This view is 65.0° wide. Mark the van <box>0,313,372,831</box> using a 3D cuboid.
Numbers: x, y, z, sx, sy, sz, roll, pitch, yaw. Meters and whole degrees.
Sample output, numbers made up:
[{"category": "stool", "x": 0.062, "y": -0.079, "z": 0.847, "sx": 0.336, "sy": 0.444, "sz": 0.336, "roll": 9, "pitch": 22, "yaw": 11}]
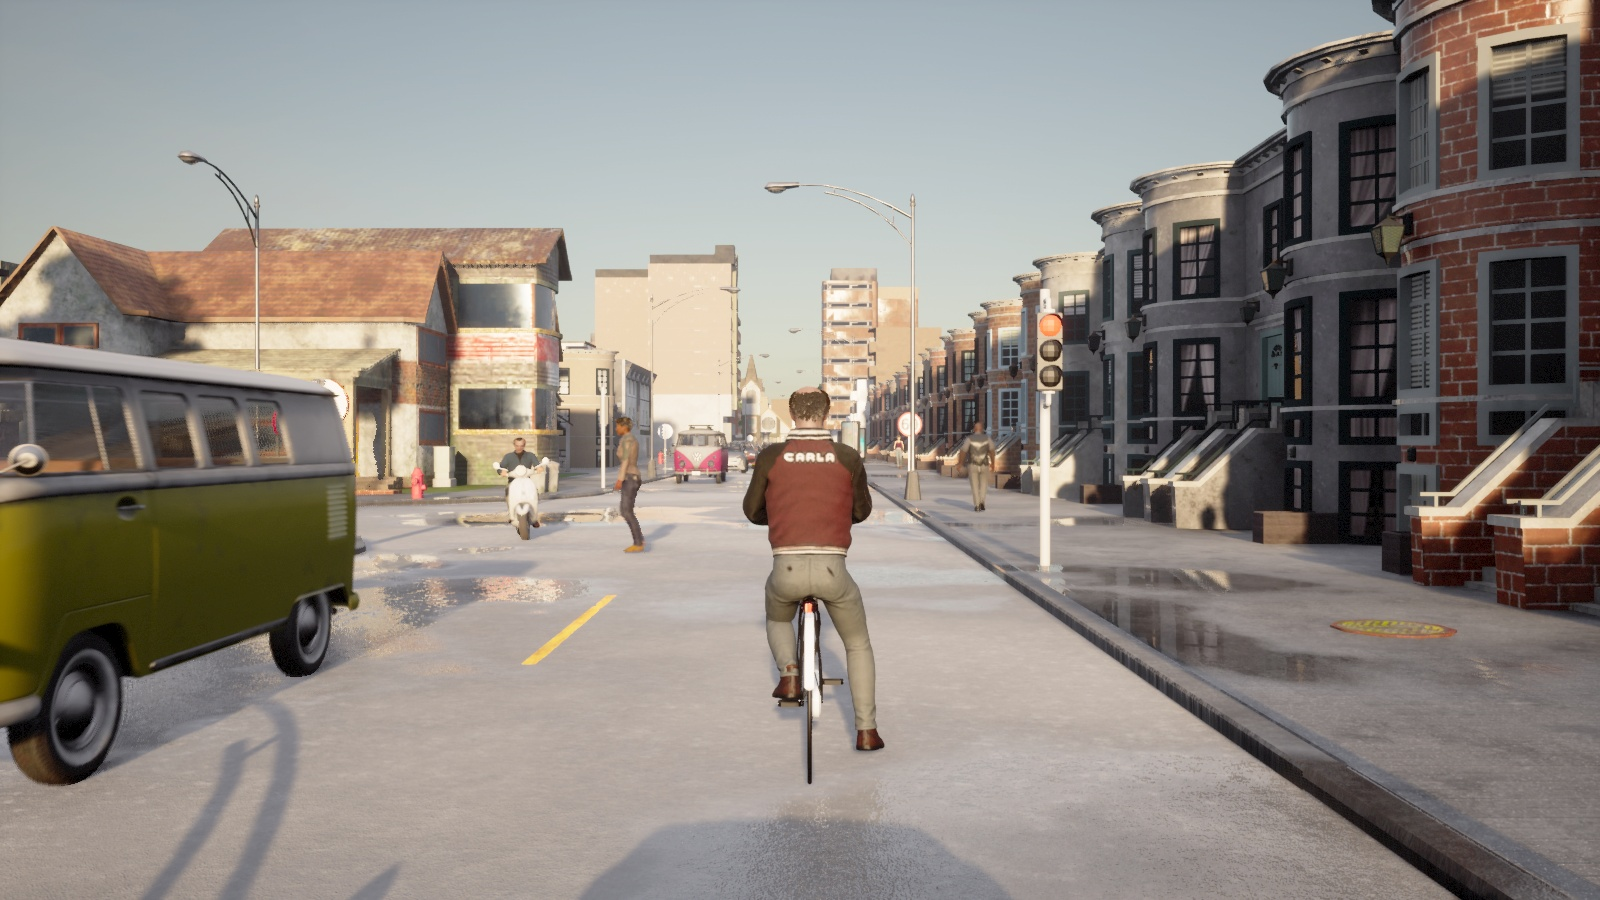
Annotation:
[{"category": "van", "x": -3.943, "y": 0.458, "z": 6.706, "sx": 1.775, "sy": 1.987, "sz": 4.442, "roll": 0, "pitch": 0, "yaw": 0}]

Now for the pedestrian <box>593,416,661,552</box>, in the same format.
[{"category": "pedestrian", "x": -2.309, "y": 0.445, "z": 16.808, "sx": 0.869, "sy": 1.805, "sz": 0.328, "roll": 0, "pitch": 0, "yaw": -1}]

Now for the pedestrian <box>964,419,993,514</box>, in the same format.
[{"category": "pedestrian", "x": 3.598, "y": 0.316, "z": 25.315, "sx": 0.563, "sy": 1.883, "sz": 0.849, "roll": 0, "pitch": 0, "yaw": 7}]

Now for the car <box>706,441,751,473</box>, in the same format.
[{"category": "car", "x": -3.579, "y": 0.332, "z": 63.494, "sx": 2.007, "sy": 1.525, "sz": 4.514, "roll": 0, "pitch": 0, "yaw": 0}]

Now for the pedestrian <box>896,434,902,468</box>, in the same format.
[{"category": "pedestrian", "x": 5.388, "y": 0.074, "z": 68.382, "sx": 0.345, "sy": 1.836, "sz": 0.594, "roll": 0, "pitch": 0, "yaw": 5}]

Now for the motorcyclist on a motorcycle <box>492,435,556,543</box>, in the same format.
[{"category": "motorcyclist on a motorcycle", "x": -4.351, "y": 0.585, "z": 19.721, "sx": 0.866, "sy": 1.590, "sz": 1.817, "roll": -2, "pitch": 1, "yaw": -15}]

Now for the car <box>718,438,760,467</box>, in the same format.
[{"category": "car", "x": -3.512, "y": 0.108, "z": 73.392, "sx": 2.152, "sy": 1.651, "sz": 5.027, "roll": 0, "pitch": 0, "yaw": 0}]

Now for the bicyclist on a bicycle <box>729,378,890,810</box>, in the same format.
[{"category": "bicyclist on a bicycle", "x": 0.045, "y": 0.583, "z": 6.081, "sx": 0.659, "sy": 1.776, "sz": 1.843, "roll": 0, "pitch": 1, "yaw": 0}]

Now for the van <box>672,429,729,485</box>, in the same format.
[{"category": "van", "x": -3.688, "y": 0.230, "z": 47.166, "sx": 1.775, "sy": 1.987, "sz": 4.442, "roll": 0, "pitch": 0, "yaw": 1}]
